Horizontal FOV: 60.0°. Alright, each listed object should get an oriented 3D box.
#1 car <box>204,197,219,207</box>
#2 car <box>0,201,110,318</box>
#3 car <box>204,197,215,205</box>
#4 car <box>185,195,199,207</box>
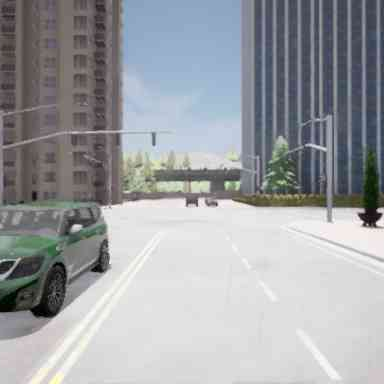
[{"bbox_3d":[3.512,1.854,57.384,1.895,1.301,4.718,0,0,0],"label":"car"},{"bbox_3d":[-3.533,1.258,7.856,2.150,2.045,5.566,0,-1,1],"label":"car"},{"bbox_3d":[3.514,1.774,67.579,1.837,1.490,4.892,0,0,0],"label":"car"},{"bbox_3d":[0.012,1.475,57.391,2.150,2.045,5.566,0,0,0],"label":"car"}]
